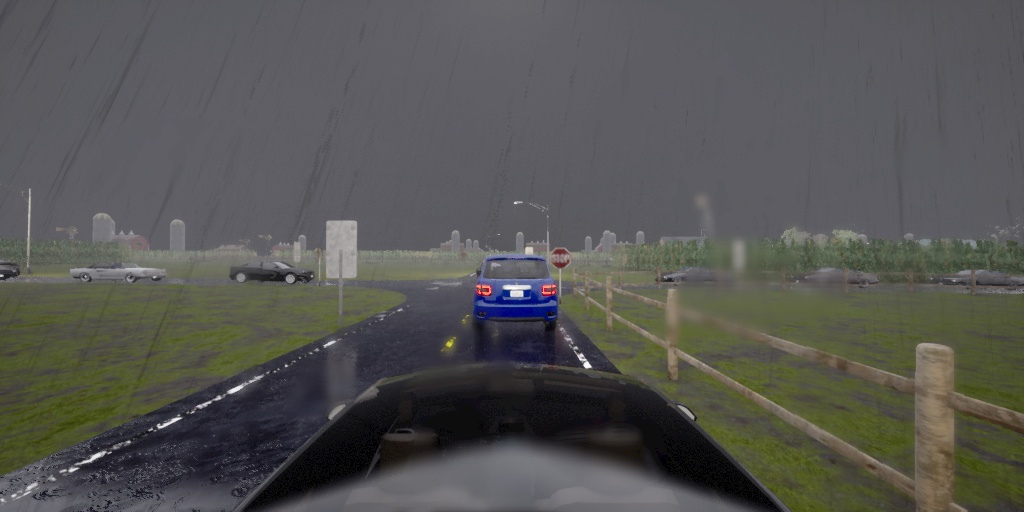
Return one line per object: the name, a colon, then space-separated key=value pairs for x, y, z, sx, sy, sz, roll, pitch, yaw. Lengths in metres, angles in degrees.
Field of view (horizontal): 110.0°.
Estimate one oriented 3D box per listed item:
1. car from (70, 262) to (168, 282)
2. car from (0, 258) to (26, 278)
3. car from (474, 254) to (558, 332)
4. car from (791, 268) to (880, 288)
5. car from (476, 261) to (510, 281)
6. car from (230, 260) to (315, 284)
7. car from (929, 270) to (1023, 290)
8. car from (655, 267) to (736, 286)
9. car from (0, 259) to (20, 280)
car: x=-25.919 y=1.063 z=23.796 sx=4.718 sy=1.301 sz=1.895 roll=1 pitch=-1 yaw=0
car: x=-39.988 y=0.866 z=26.770 sx=4.892 sy=1.490 sz=1.837 roll=1 pitch=-1 yaw=0
car: x=0.060 y=0.973 z=11.048 sx=2.150 sy=2.045 sz=5.566 roll=0 pitch=0 yaw=-1
car: x=23.987 y=1.612 z=26.656 sx=5.357 sy=1.411 sz=2.033 roll=1 pitch=-1 yaw=0
car: x=-1.745 y=1.251 z=31.315 sx=1.837 sy=1.490 sz=4.892 roll=-1 pitch=0 yaw=-16
car: x=-15.788 y=1.047 z=23.803 sx=5.008 sy=1.535 sz=1.882 roll=1 pitch=-1 yaw=-1
car: x=34.563 y=1.740 z=26.631 sx=5.357 sy=1.411 sz=2.033 roll=1 pitch=-1 yaw=0
car: x=13.577 y=1.489 z=26.655 sx=5.357 sy=1.411 sz=2.033 roll=1 pitch=-1 yaw=-1
car: x=-36.517 y=0.902 z=23.818 sx=5.357 sy=1.411 sz=2.033 roll=1 pitch=-1 yaw=0
